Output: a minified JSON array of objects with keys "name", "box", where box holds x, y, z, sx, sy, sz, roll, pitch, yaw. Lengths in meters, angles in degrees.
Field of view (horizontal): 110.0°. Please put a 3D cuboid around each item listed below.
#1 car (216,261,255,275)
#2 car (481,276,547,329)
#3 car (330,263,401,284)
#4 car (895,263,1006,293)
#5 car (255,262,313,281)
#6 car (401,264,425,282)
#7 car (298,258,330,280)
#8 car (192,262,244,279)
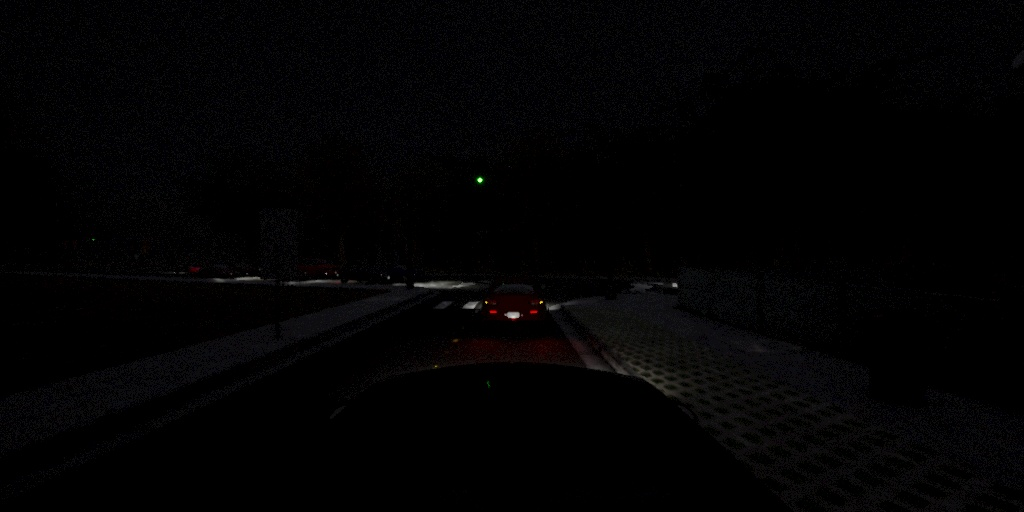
[{"name":"car","box":[-30.901,1.567,40.809,5.008,1.535,1.882,0,-1,23]},{"name":"car","box":[0.098,1.353,11.414,1.812,1.442,4.674,0,0,1]},{"name":"car","box":[-11.897,1.453,29.051,4.902,1.511,2.128,0,-1,23]},{"name":"car","box":[24.439,1.325,20.667,5.008,1.535,1.882,0,-1,23]},{"name":"car","box":[-20.979,1.530,32.969,4.674,1.442,1.812,0,-1,24]},{"name":"car","box":[-10.056,1.471,31.793,5.008,1.535,1.882,0,-1,25]},{"name":"car","box":[-19.630,1.260,35.927,5.566,2.045,2.150,0,-1,23]},{"name":"car","box":[-30.442,1.573,37.070,4.674,1.442,1.812,0,-1,23]}]
